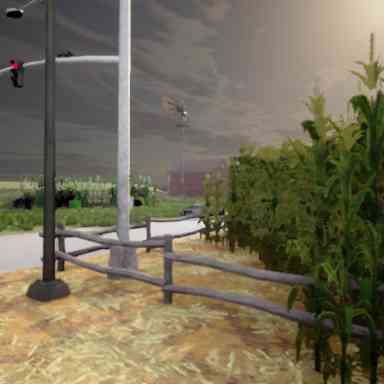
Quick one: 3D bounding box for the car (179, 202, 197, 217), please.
[{"bbox_3d":[0.813,1.422,26.106,1.994,1.385,4.181,1,0,35],"label":"car"}]
